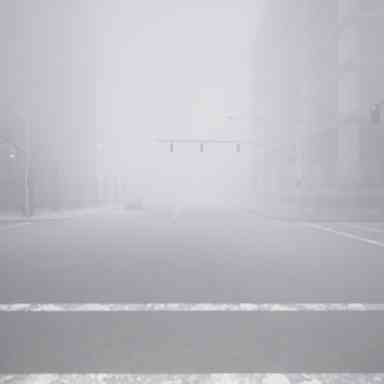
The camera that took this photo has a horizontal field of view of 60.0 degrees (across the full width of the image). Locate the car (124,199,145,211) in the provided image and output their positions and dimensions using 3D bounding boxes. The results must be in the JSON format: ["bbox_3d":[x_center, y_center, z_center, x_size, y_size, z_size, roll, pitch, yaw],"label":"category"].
[{"bbox_3d":[-6.830,1.537,40.053,1.994,1.385,4.181,0,0,0],"label":"car"}]
